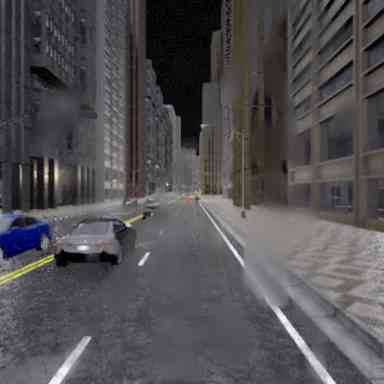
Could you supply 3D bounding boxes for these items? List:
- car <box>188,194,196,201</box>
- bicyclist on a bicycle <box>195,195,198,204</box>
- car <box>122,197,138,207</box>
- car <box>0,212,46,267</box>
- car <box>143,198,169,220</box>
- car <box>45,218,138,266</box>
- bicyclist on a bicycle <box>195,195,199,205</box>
[{"bbox_3d":[0.023,1.319,85.926,2.097,1.767,4.553,0,0,0],"label":"car"},{"bbox_3d":[0.909,1.446,65.817,0.659,1.776,1.843,0,0,0],"label":"bicyclist on a bicycle"},{"bbox_3d":[-9.789,1.572,52.778,2.128,1.511,4.902,0,0,1],"label":"car"},{"bbox_3d":[-6.595,1.506,11.357,1.882,1.535,5.008,0,0,0],"label":"car"},{"bbox_3d":[-3.141,1.563,29.076,1.837,1.490,4.892,0,0,0],"label":"car"},{"bbox_3d":[-3.145,1.594,11.632,1.994,1.385,4.181,0,0,0],"label":"car"},{"bbox_3d":[0.907,1.452,56.818,0.659,1.776,1.843,0,0,0],"label":"bicyclist on a bicycle"}]
